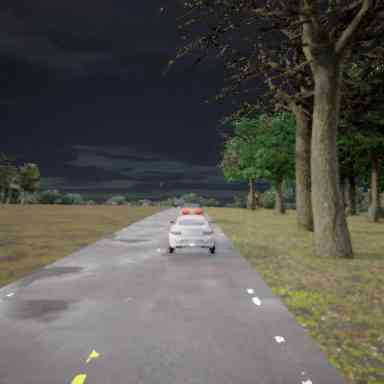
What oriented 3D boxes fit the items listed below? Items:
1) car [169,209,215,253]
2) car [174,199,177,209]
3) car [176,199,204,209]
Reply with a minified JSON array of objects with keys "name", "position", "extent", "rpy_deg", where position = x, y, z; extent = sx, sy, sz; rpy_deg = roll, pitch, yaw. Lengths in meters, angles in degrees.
[{"name":"car","position":[0.005,1.682,14.412],"extent":[1.812,1.442,4.674],"rpy_deg":[0,0,0]},{"name":"car","position":[-2.641,2.528,71.856],"extent":[2.150,2.045,5.566],"rpy_deg":[0,-2,0]},{"name":"car","position":[0.002,1.683,29.131],"extent":[2.097,1.767,4.553],"rpy_deg":[0,-1,0]}]
